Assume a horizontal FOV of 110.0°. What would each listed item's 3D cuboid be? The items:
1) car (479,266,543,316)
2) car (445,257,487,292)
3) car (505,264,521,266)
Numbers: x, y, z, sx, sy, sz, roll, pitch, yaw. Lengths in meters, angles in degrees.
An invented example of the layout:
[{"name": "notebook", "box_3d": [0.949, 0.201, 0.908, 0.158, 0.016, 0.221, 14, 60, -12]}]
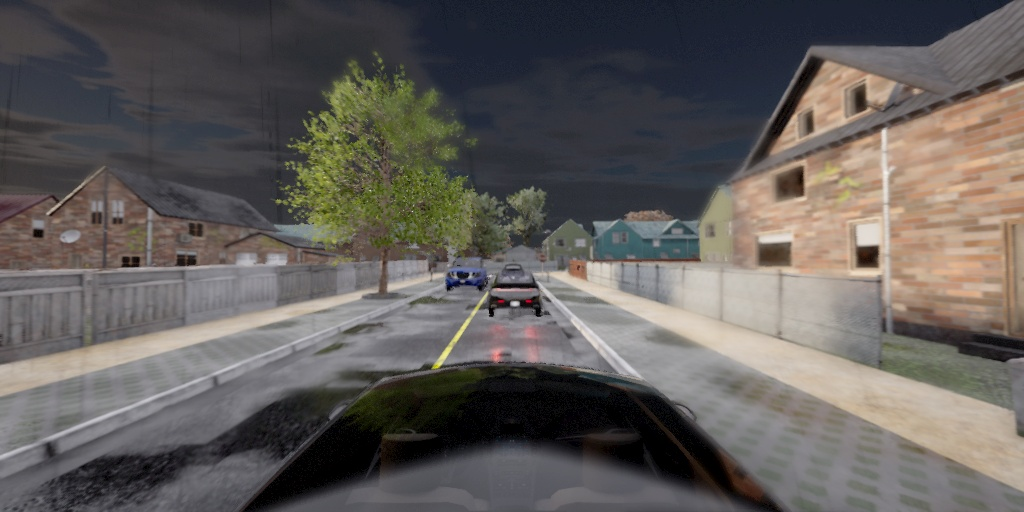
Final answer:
[{"name": "car", "box_3d": [0.095, 1.302, 13.669, 2.128, 1.511, 4.902, 0, 0, 0]}, {"name": "car", "box_3d": [-2.759, 1.081, 22.837, 2.150, 2.045, 5.566, 0, 0, 0]}, {"name": "car", "box_3d": [0.088, 1.397, 28.821, 1.837, 1.490, 4.892, 0, 0, 0]}]
